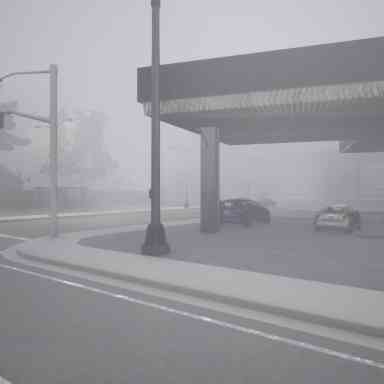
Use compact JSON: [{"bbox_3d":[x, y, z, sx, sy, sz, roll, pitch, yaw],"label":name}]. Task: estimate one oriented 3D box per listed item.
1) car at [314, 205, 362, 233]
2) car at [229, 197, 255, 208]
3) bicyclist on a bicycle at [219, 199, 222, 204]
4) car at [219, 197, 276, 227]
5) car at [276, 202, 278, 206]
[{"bbox_3d":[8.504,1.456,19.228,1.970,1.475,3.806,0,0,37],"label":"car"},{"bbox_3d":[7.530,1.505,49.816,1.837,1.490,4.892,0,0,36],"label":"car"},{"bbox_3d":[2.550,1.387,29.682,0.582,1.620,1.656,0,-9,-36],"label":"bicyclist on a bicycle"},{"bbox_3d":[3.430,1.295,22.027,2.242,1.667,4.611,0,0,37],"label":"car"},{"bbox_3d":[10.517,1.547,47.966,2.033,1.411,5.357,0,0,37],"label":"car"}]
